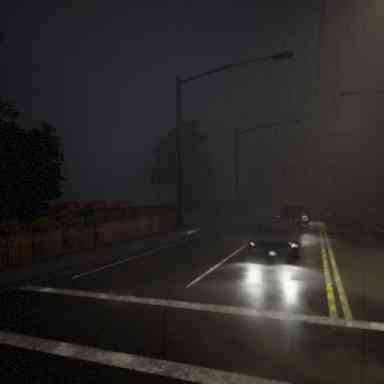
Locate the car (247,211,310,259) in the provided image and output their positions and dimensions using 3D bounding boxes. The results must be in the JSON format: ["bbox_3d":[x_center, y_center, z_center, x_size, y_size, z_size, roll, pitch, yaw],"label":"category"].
[{"bbox_3d":[3.676,1.760,13.933,2.033,1.411,5.357,-1,-1,20],"label":"car"}]

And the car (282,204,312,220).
[{"bbox_3d":[6.974,1.682,22.807,2.097,1.767,4.553,-1,-1,21],"label":"car"}]

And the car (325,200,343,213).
[{"bbox_3d":[19.573,1.933,46.103,2.097,1.767,4.553,-1,-1,20],"label":"car"}]

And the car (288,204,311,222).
[{"bbox_3d":[10.440,1.977,32.067,1.812,1.442,4.674,-1,-1,21],"label":"car"}]
